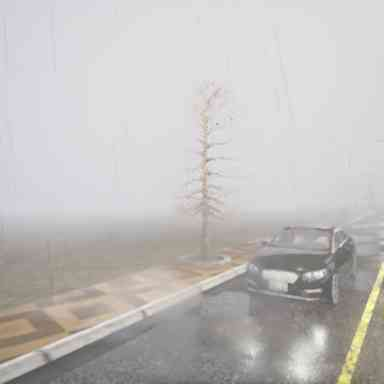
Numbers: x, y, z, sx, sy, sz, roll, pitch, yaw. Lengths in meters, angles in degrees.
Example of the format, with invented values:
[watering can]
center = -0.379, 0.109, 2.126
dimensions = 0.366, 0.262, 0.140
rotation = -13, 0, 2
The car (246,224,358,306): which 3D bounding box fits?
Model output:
[car]
center = 3.035, 1.632, 8.620
dimensions = 2.128, 1.511, 4.902
rotation = -1, -1, 33
